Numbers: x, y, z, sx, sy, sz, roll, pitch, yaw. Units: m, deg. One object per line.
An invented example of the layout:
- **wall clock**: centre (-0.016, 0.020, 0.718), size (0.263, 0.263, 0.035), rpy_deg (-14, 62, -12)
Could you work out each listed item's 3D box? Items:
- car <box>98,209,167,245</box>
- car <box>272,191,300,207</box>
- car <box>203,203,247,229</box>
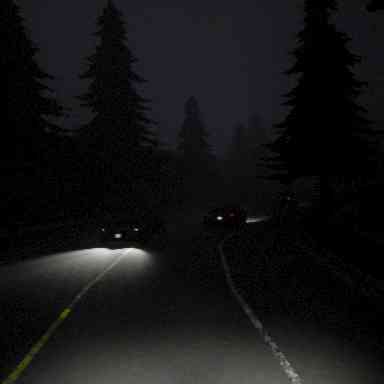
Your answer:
- **car**: centre (-2.540, 1.497, 15.007), size (1.994, 1.385, 4.181), rpy_deg (-2, 1, 11)
- **car**: centre (10.504, 0.686, 36.937), size (2.097, 1.767, 4.553), rpy_deg (-1, 1, 30)
- **car**: centre (2.012, 1.318, 19.532), size (1.994, 1.385, 4.181), rpy_deg (-2, 1, 16)
